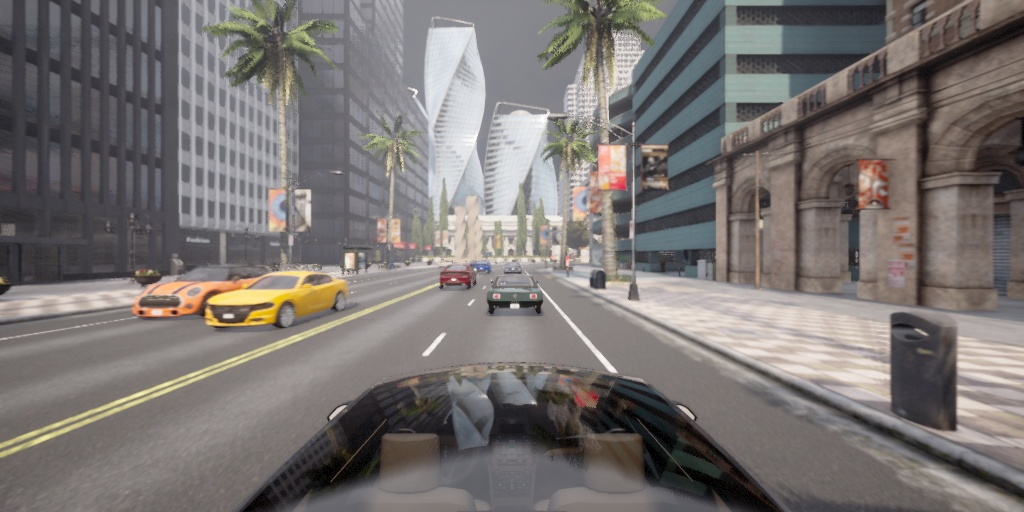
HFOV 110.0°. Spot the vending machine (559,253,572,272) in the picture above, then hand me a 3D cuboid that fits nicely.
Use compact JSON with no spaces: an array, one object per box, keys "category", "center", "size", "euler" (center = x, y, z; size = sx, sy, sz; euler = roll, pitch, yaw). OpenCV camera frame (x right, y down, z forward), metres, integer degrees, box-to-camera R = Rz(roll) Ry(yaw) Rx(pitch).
[{"category":"vending machine","center":[7.811,0.949,51.983],"size":[1.100,2.100,0.880],"euler":[0,0,10]}]

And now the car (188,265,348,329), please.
[{"category":"car","center":[-7.099,1.229,11.474],"size":[1.882,1.535,5.008],"euler":[0,0,0]}]

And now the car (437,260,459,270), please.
[{"category":"car","center":[-9.728,1.355,54.870],"size":[1.895,1.301,4.718],"euler":[0,0,10]}]

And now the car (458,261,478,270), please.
[{"category":"car","center":[-6.464,1.355,53.243],"size":[1.895,1.301,4.718],"euler":[0,0,8]}]

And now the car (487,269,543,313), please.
[{"category":"car","center":[0.103,1.352,13.976],"size":[1.895,1.301,4.718],"euler":[0,0,0]}]

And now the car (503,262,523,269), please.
[{"category":"car","center":[0.105,1.300,36.221],"size":[2.033,1.411,5.357],"euler":[0,0,0]}]

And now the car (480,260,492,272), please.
[{"category":"car","center":[-3.382,1.231,42.252],"size":[1.882,1.535,5.008],"euler":[0,0,0]}]

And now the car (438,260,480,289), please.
[{"category":"car","center":[-3.397,1.229,23.352],"size":[1.882,1.535,5.008],"euler":[0,0,0]}]

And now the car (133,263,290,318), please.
[{"category":"car","center":[-10.597,1.103,12.954],"size":[2.097,1.767,4.553],"euler":[0,0,0]}]
